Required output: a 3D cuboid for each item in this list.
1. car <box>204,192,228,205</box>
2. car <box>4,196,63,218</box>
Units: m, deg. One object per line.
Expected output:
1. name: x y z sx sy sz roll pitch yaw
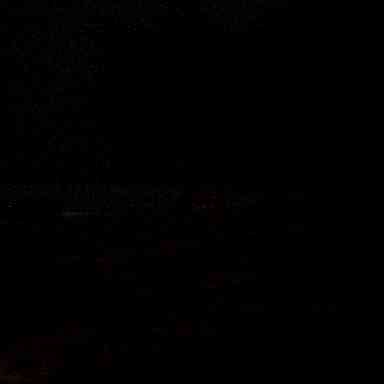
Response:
1. car: 4.040 1.051 55.387 2.150 2.045 5.566 3 2 32
2. car: -13.314 1.161 28.342 2.097 1.767 4.553 3 2 33
